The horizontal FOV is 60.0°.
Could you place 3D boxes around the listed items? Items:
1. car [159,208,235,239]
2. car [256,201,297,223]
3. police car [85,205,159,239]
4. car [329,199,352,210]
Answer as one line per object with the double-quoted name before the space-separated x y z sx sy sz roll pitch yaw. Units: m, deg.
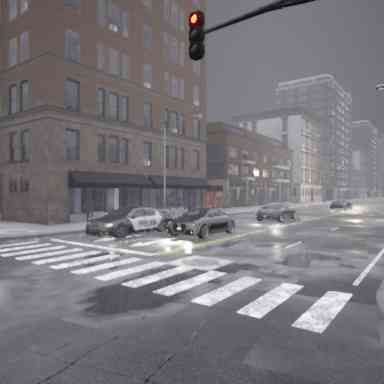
"car" 0.551 1.560 17.392 1.994 1.385 4.181 0 0 36
"car" 6.647 1.504 25.815 1.837 1.490 4.892 0 0 36
"police car" -3.220 1.503 17.553 2.038 1.542 4.974 0 0 36
"car" 19.553 1.569 43.525 2.033 1.411 5.357 0 0 36
